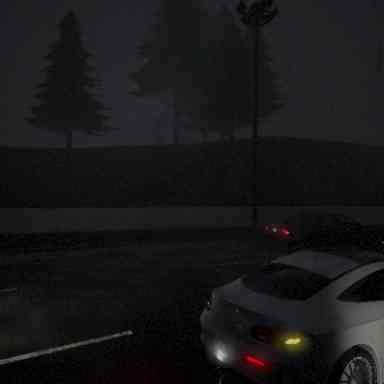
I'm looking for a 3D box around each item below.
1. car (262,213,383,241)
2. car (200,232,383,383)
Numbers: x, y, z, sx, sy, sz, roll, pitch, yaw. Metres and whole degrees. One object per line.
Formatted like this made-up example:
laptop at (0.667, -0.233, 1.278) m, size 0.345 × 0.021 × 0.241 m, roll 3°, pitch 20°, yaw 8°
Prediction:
car at (5.665, 1.587, 14.028) m, size 5.357 × 1.411 × 2.033 m, roll 1°, pitch 0°, yaw -19°
car at (2.344, 1.542, 4.713) m, size 4.674 × 1.442 × 1.812 m, roll 1°, pitch 0°, yaw -28°
